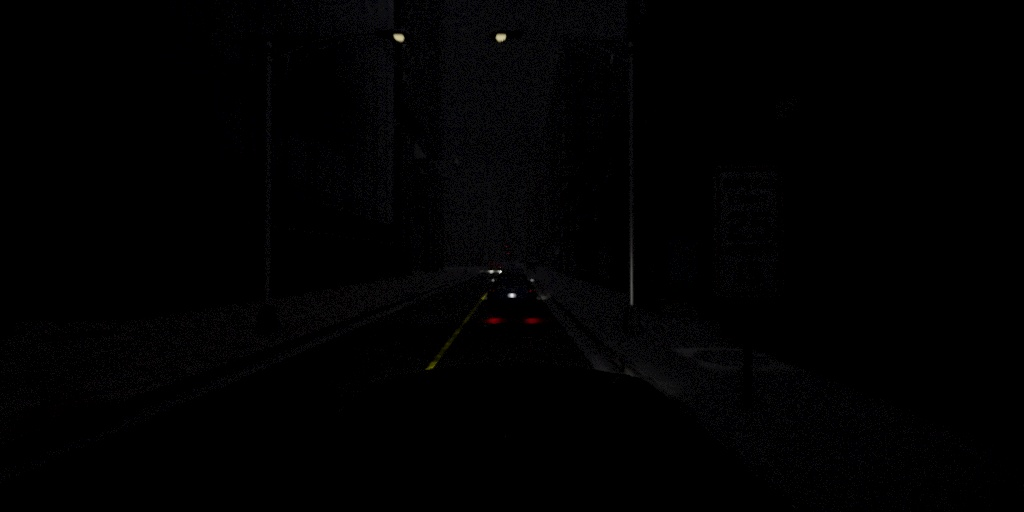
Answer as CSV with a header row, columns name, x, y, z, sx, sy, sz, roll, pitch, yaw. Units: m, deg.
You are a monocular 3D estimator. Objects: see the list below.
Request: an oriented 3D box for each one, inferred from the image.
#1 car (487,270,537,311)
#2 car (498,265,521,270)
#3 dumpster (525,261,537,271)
name,x,y,z,sx,sy,sz,roll,pitch,yaw
car,0.026,1.455,15.330,1.994,1.385,4.181,0,-1,1
car,0.031,1.644,30.109,1.895,1.301,4.718,0,-1,1
dumpster,3.164,1.753,59.619,1.020,1.700,1.940,0,0,0
